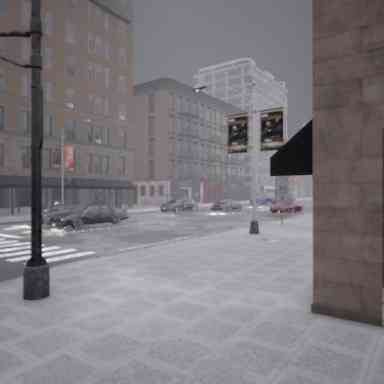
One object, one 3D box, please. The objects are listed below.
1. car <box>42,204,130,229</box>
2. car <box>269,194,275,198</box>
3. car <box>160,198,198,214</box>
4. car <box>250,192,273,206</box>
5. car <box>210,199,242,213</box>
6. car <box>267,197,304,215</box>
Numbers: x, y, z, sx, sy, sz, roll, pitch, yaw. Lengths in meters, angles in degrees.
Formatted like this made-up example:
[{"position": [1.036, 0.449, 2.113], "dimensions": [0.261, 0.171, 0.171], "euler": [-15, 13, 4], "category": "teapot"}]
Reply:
[{"position": [-6.474, 1.495, 21.432], "dimensions": [2.033, 1.411, 5.357], "euler": [0, 0, 35], "category": "car"}, {"position": [13.694, 1.314, 49.730], "dimensions": [1.895, 1.301, 4.718], "euler": [0, 0, 35], "category": "car"}, {"position": [-1.297, 1.403, 34.361], "dimensions": [1.837, 1.490, 4.892], "euler": [0, 0, 35], "category": "car"}, {"position": [11.012, 1.026, 51.569], "dimensions": [2.150, 2.045, 5.566], "euler": [0, 0, 35], "category": "car"}, {"position": [3.727, 1.438, 35.826], "dimensions": [1.994, 1.385, 4.181], "euler": [0, 0, 35], "category": "car"}, {"position": [9.249, 1.458, 32.034], "dimensions": [1.895, 1.301, 4.718], "euler": [0, 0, 36], "category": "car"}]
